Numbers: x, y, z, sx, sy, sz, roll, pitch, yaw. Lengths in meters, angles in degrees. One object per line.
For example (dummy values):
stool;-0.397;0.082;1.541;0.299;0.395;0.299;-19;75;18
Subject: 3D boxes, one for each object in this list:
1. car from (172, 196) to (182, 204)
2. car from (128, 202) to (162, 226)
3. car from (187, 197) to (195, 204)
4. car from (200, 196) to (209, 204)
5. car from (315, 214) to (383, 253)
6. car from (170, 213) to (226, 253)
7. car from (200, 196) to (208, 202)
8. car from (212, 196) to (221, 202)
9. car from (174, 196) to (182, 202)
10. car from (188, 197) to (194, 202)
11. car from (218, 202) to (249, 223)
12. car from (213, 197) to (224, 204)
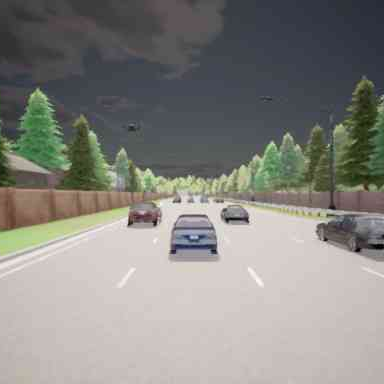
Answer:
car;-3.770;2.111;81.422;1.812;1.442;4.674;0;0;0
car;-3.478;1.537;25.305;2.097;1.767;4.553;0;0;0
car;-0.269;2.121;81.018;2.033;1.411;5.357;0;0;0
car;3.231;2.118;81.030;2.033;1.411;5.357;0;0;0
car;7.060;1.643;14.138;2.033;1.411;5.357;0;0;0
car;0.060;1.650;14.157;2.033;1.411;5.357;0;0;0
car;3.195;1.879;91.421;2.097;1.767;4.553;0;0;0
car;6.695;1.999;91.462;1.882;1.535;5.008;0;0;0
car;-3.805;1.886;91.397;2.097;1.767;4.553;0;0;0
car;-0.305;2.052;91.438;1.812;1.442;4.674;0;0;0
car;3.514;1.761;27.773;1.994;1.385;4.181;0;0;0
car;6.731;2.100;81.042;2.128;1.511;4.902;0;0;0
